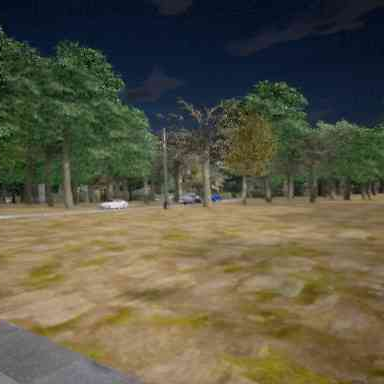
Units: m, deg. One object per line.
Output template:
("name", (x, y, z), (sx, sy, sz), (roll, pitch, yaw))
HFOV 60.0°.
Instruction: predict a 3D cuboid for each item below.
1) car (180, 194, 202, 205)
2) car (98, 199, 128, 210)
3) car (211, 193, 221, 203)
("car", (0.169, 1.587, 59.730), (1.994, 1.385, 4.181), (-3, -1, 26))
("car", (-10.980, 1.724, 46.507), (1.812, 1.442, 4.674), (-3, -1, 33))
("car", (4.247, 1.149, 68.873), (2.150, 2.045, 5.566), (-2, -1, 21))
